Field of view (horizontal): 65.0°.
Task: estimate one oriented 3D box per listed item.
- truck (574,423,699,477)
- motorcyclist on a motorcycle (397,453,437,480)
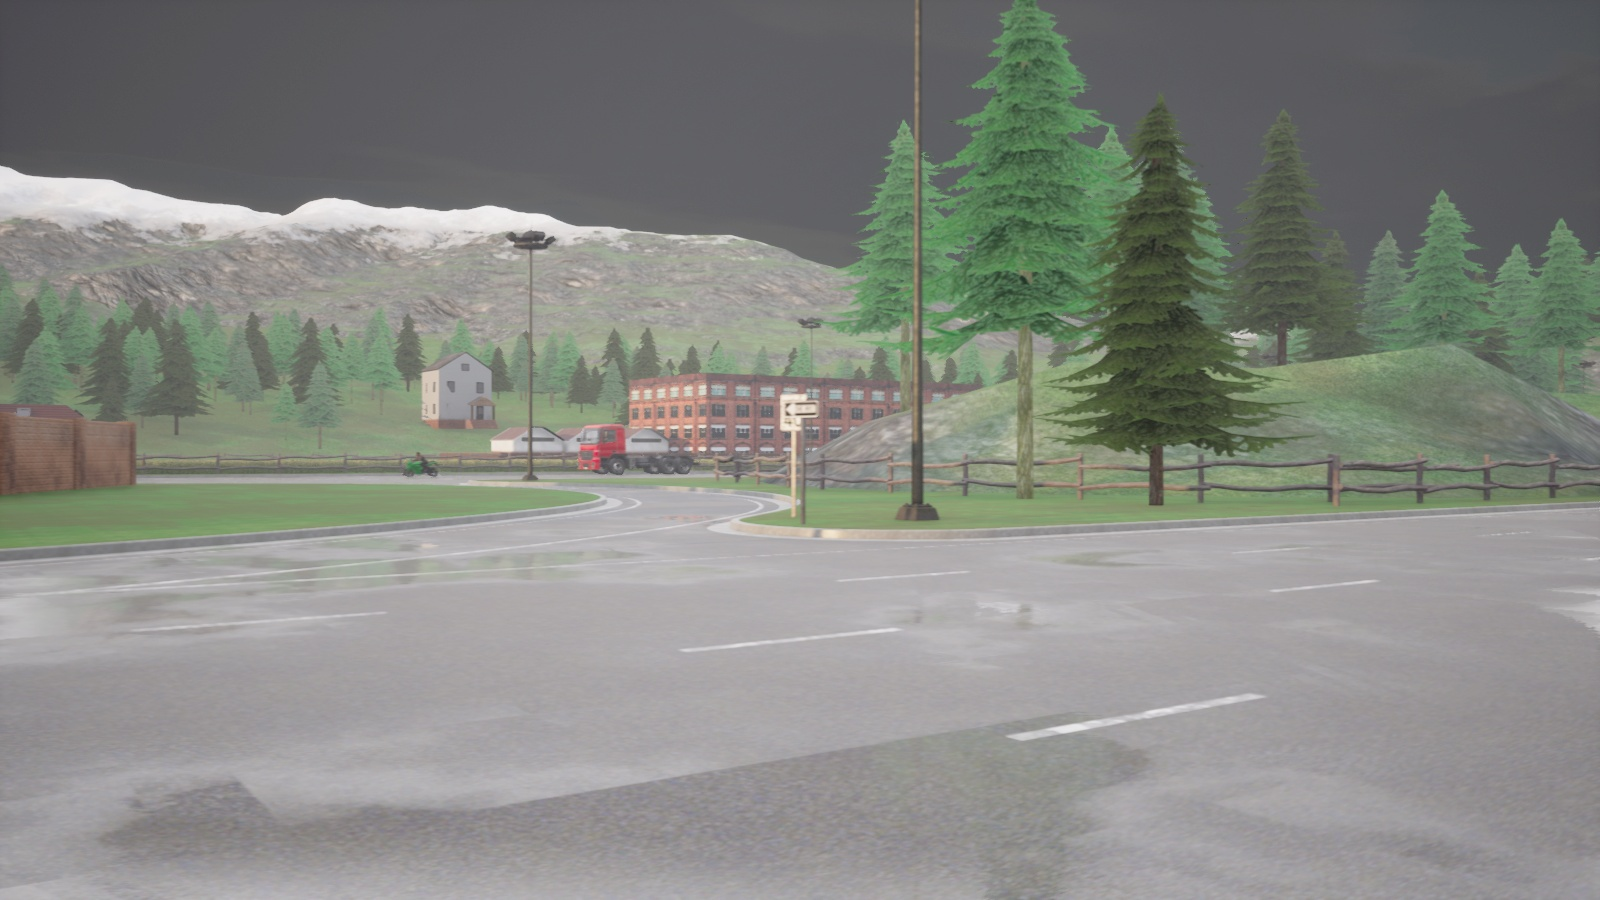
[{"bbox_3d":[-11.002,-0.005,85.044,7.936,3.462,2.891,0,0,-35],"label":"truck"},{"bbox_3d":[-22.258,0.951,72.992,2.044,1.523,0.797,-1,0,-35],"label":"motorcyclist on a motorcycle"}]
